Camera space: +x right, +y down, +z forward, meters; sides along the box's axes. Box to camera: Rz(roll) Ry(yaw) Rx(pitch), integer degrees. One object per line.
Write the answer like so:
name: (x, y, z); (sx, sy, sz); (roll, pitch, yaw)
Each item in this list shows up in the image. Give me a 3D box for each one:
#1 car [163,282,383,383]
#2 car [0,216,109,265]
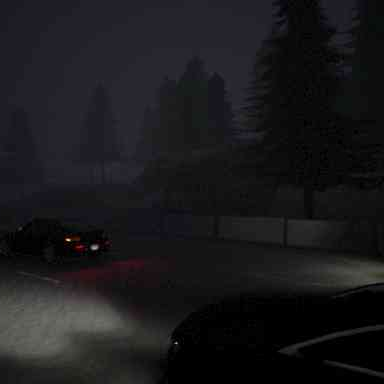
car: (1.964, 1.490, 2.591); (4.902, 1.511, 2.128); (0, 0, 36)
car: (-4.937, 1.575, 11.813); (4.674, 1.442, 1.812); (0, 0, 35)
